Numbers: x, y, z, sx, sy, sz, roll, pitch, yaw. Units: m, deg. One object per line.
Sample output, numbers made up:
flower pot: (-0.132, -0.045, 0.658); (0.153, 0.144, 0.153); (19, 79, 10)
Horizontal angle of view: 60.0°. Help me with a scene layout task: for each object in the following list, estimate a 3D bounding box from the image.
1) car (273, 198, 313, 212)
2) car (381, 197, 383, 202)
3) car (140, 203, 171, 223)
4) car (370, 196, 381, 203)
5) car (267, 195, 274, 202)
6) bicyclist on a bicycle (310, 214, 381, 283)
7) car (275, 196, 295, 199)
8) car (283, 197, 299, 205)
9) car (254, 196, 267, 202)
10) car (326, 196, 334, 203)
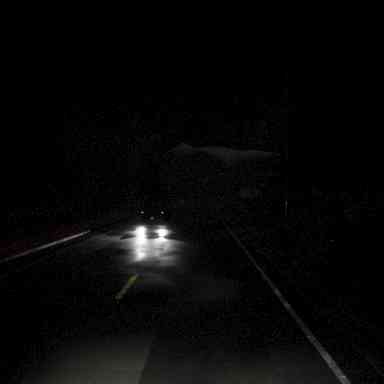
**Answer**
car: (12.085, 1.723, 38.806); (4.181, 1.385, 1.994); (0, 0, 1)
car: (34.111, 1.436, 55.312); (1.932, 1.855, 4.605); (0, 0, 2)
car: (-2.783, 1.575, 26.028); (1.895, 1.301, 4.718); (0, 0, 2)
car: (41.201, 1.726, 73.559); (2.007, 1.523, 4.514); (0, 0, 2)
car: (19.676, 1.670, 82.112); (2.152, 1.636, 5.027); (0, 0, 2)
bicyclist on a bicycle: (3.630, 1.342, 7.867); (1.656, 1.620, 0.582); (1, 0, 2)
car: (15.545, 1.617, 56.165); (1.845, 1.501, 3.633); (0, 0, 2)
car: (18.809, 1.666, 63.466); (1.970, 1.475, 3.806); (0, 0, 2)
car: (16.539, 1.663, 82.180); (2.007, 1.523, 4.514); (0, 0, 2)
car: (31.217, 1.697, 73.987); (1.845, 1.501, 3.633); (0, 0, 2)
